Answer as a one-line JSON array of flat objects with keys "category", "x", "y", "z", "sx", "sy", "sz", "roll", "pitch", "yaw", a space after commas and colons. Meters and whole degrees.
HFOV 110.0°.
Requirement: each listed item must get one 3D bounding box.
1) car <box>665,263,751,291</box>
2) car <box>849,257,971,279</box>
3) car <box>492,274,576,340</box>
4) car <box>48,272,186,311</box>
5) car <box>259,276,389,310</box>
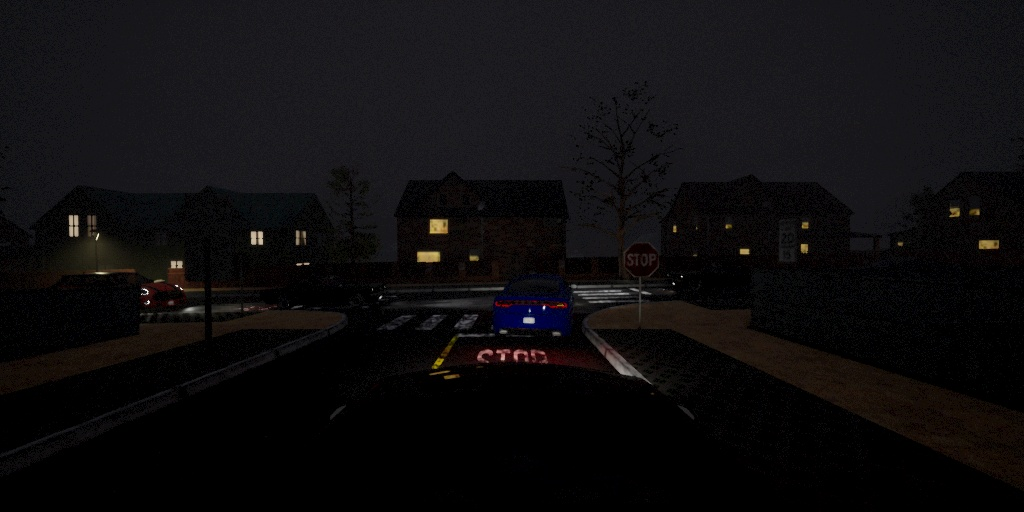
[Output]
[{"category": "car", "x": 10.401, "y": 1.034, "z": 18.244, "sx": 4.718, "sy": 1.301, "sz": 1.895, "roll": -1, "pitch": 1, "yaw": -1}, {"category": "car", "x": 20.046, "y": 0.753, "z": 18.285, "sx": 5.357, "sy": 1.411, "sz": 2.033, "roll": -1, "pitch": 1, "yaw": 0}, {"category": "car", "x": 0.781, "y": 1.226, "z": 10.103, "sx": 1.882, "sy": 1.535, "sz": 5.008, "roll": 0, "pitch": 0, "yaw": 10}, {"category": "car", "x": -16.807, "y": 1.472, "z": 15.293, "sx": 4.553, "sy": 1.767, "sz": 2.097, "roll": -1, "pitch": 1, "yaw": 0}, {"category": "car", "x": -7.820, "y": 1.506, "z": 15.305, "sx": 4.718, "sy": 1.301, "sz": 1.895, "roll": -1, "pitch": 1, "yaw": 0}]
